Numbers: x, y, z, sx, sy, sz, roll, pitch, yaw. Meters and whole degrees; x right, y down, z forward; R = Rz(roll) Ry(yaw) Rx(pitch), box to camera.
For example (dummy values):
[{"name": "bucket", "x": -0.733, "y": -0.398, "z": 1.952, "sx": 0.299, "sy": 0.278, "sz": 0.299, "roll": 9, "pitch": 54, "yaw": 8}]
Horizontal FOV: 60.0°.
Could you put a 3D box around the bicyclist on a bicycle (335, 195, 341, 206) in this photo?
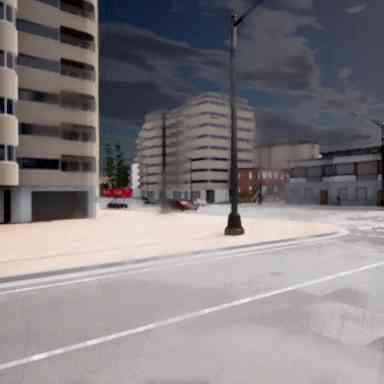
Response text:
[{"name": "bicyclist on a bicycle", "x": 20.431, "y": 1.211, "z": 46.582, "sx": 1.656, "sy": 1.620, "sz": 0.582, "roll": -1, "pitch": 0, "yaw": -37}]

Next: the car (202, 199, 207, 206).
[{"name": "car", "x": 0.939, "y": 2.013, "z": 62.865, "sx": 1.812, "sy": 1.442, "sz": 4.674, "roll": -1, "pitch": -1, "yaw": -36}]

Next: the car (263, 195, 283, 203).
[{"name": "car", "x": 16.496, "y": 1.427, "z": 67.827, "sx": 1.970, "sy": 1.475, "sz": 3.806, "roll": -1, "pitch": -1, "yaw": -37}]

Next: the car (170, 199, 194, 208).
[{"name": "car", "x": -1.926, "y": 2.019, "z": 60.847, "sx": 1.837, "sy": 1.490, "sz": 4.892, "roll": -1, "pitch": -1, "yaw": -36}]

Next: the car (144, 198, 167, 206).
[{"name": "car", "x": -8.081, "y": 2.051, "z": 68.970, "sx": 2.033, "sy": 1.411, "sz": 5.357, "roll": -1, "pitch": 0, "yaw": -37}]

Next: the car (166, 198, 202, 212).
[{"name": "car", "x": -1.159, "y": 1.776, "z": 42.083, "sx": 1.812, "sy": 1.442, "sz": 4.674, "roll": -1, "pitch": -1, "yaw": -37}]

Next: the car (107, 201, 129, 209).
[{"name": "car", "x": -12.983, "y": 2.211, "z": 58.010, "sx": 2.033, "sy": 1.411, "sz": 5.357, "roll": -1, "pitch": 0, "yaw": -37}]

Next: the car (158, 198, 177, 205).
[{"name": "car", "x": -5.282, "y": 1.956, "z": 71.070, "sx": 1.812, "sy": 1.442, "sz": 4.674, "roll": -1, "pitch": 0, "yaw": -37}]
